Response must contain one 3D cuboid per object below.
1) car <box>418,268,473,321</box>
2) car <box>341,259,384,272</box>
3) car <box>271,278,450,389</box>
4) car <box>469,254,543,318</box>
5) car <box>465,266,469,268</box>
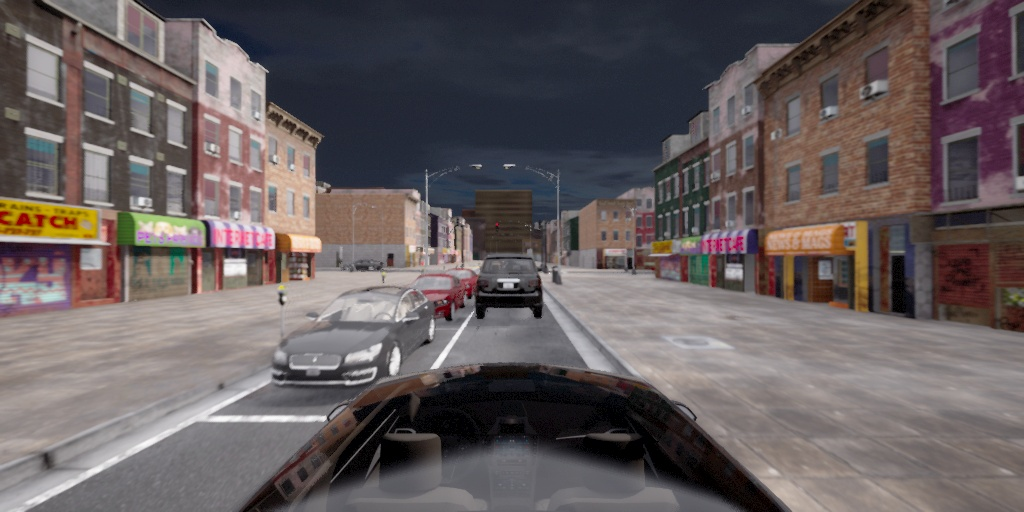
[{"bbox_3d":[-2.637,1.289,12.427,1.888,1.381,4.507,0,0,0],"label":"car"},{"bbox_3d":[-18.126,1.152,43.450,4.892,1.490,1.837,0,0,0],"label":"car"},{"bbox_3d":[-2.637,1.297,6.934,2.007,1.370,4.403,0,0,0],"label":"car"},{"bbox_3d":[-0.057,0.965,13.176,2.150,2.045,5.566,0,0,1],"label":"car"},{"bbox_3d":[-2.637,1.288,17.922,1.888,1.381,4.507,0,0,0],"label":"car"}]
